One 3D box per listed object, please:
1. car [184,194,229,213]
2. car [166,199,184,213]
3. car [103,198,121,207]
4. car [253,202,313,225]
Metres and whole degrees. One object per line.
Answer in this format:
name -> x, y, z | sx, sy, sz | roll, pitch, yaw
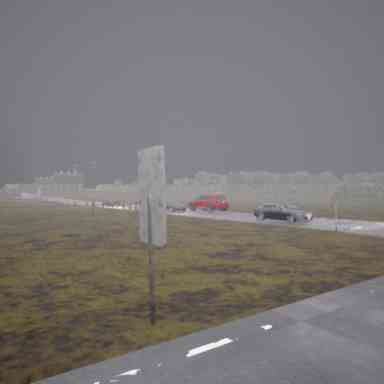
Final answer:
car -> 1.824, 1.237, 37.843 | 2.150, 2.045, 5.566 | -2, 1, -36
car -> -2.480, 1.603, 38.816 | 1.837, 1.490, 4.892 | -2, 1, -35
car -> -13.085, 1.697, 53.864 | 1.994, 1.385, 4.181 | -2, 1, -35
car -> 6.915, 1.569, 25.623 | 2.128, 1.511, 4.902 | -2, 1, -35
